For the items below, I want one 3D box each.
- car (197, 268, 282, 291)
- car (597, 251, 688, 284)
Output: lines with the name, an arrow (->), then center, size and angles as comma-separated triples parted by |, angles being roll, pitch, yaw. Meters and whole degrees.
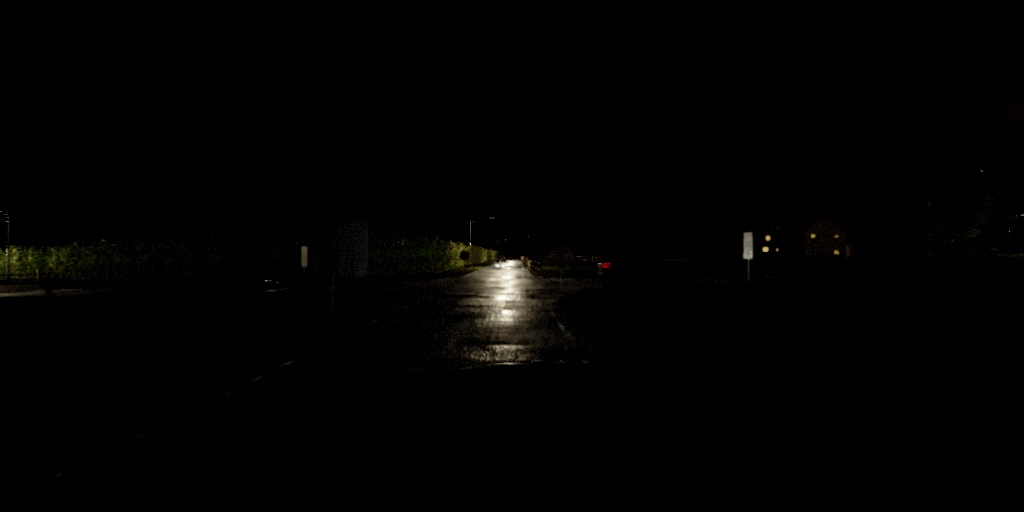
car -> -17.857, 1.527, 23.628 | 4.892, 1.490, 1.837 | -1, 0, 1
car -> 8.415, 0.711, 23.396 | 5.566, 2.045, 2.150 | -1, 0, 1
